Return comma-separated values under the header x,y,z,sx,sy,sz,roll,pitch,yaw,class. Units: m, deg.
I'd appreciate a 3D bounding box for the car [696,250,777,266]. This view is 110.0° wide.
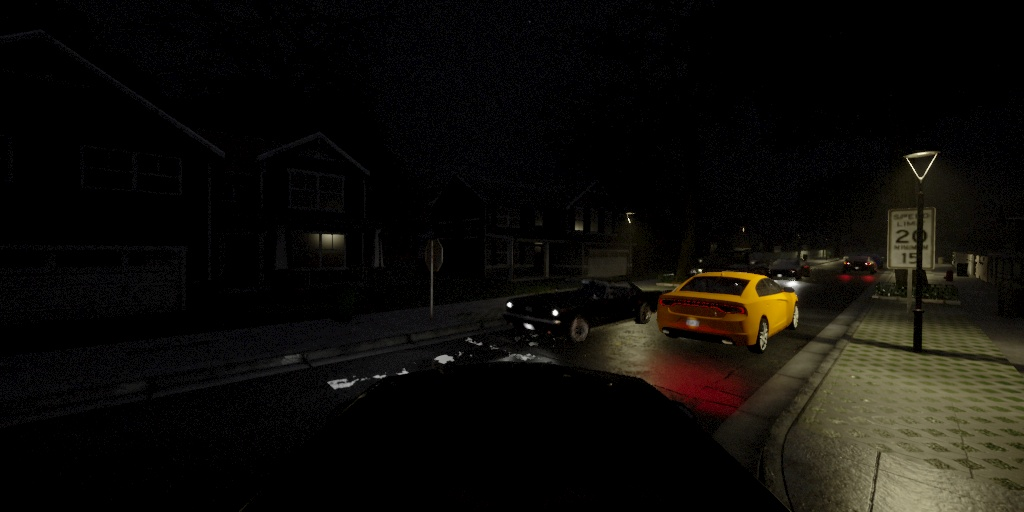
x,y,z,sx,sy,sz,roll,pitch,yaw,class
10.465,0.708,17.085,5.566,2.045,2.150,-1,1,-42,car

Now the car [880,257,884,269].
x,y,z,sx,sy,sz,roll,pitch,yaw,class
36.605,0.478,36.756,5.008,1.535,1.882,-1,2,-41,car

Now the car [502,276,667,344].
x,y,z,sx,sy,sz,roll,pitch,yaw,class
2.015,1.236,9.490,4.718,1.301,1.895,-1,1,-42,car

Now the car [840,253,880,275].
x,y,z,sx,sy,sz,roll,pitch,yaw,class
28.967,0.710,29.835,4.674,1.442,1.812,-1,2,-41,car

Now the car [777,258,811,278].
x,y,z,sx,sy,sz,roll,pitch,yaw,class
19.482,0.857,25.190,5.357,1.411,2.033,-1,2,-41,car

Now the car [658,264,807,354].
x,y,z,sx,sy,sz,roll,pitch,yaw,class
5.385,1.125,8.685,5.008,1.535,1.882,-1,1,-42,car
